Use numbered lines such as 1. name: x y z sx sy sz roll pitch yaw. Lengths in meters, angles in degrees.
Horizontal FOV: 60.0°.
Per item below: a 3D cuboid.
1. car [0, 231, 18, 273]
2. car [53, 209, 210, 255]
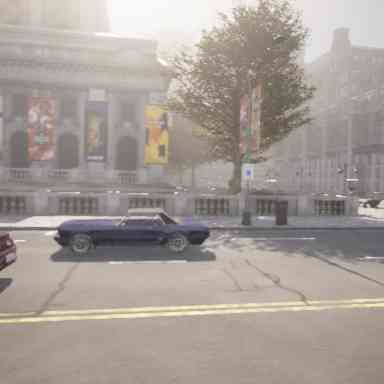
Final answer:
1. car: -6.101 1.177 6.671 4.674 1.442 1.812 1 2 -9
2. car: -1.899 1.209 10.863 4.718 1.301 1.895 1 2 -9
